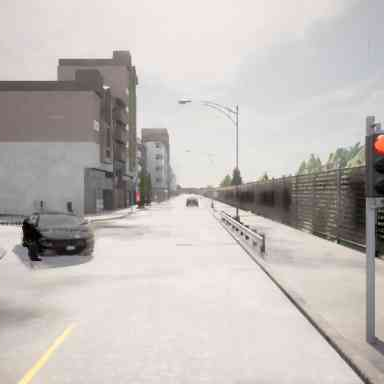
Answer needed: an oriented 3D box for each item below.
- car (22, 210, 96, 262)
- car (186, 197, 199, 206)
[{"bbox_3d":[-5.123,1.478,12.513,1.882,1.535,5.008,2,-1,-33],"label":"car"},{"bbox_3d":[0.028,1.525,53.871,1.812,1.442,4.674,0,0,0],"label":"car"}]
